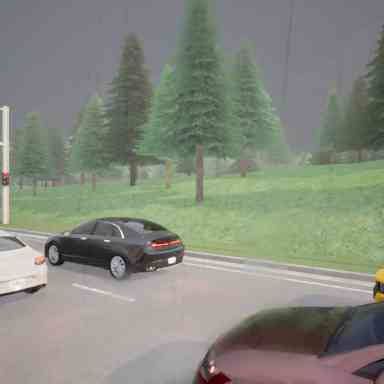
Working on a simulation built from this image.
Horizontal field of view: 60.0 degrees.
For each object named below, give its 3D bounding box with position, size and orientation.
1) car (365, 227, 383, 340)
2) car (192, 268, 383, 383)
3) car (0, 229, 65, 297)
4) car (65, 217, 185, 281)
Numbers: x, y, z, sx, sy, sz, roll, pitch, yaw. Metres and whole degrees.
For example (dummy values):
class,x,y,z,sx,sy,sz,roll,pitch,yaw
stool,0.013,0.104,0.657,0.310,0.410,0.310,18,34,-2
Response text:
class,x,y,z,sx,sy,sz,roll,pitch,yaw
car,5.297,1.478,4.510,5.008,1.535,1.882,0,0,36
car,2.045,1.564,2.532,4.181,1.385,1.994,0,0,35
car,-5.107,1.526,7.534,4.674,1.442,1.812,0,0,36
car,-2.474,1.505,9.944,4.892,1.490,1.837,0,0,36
